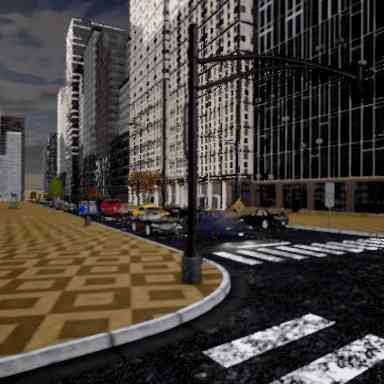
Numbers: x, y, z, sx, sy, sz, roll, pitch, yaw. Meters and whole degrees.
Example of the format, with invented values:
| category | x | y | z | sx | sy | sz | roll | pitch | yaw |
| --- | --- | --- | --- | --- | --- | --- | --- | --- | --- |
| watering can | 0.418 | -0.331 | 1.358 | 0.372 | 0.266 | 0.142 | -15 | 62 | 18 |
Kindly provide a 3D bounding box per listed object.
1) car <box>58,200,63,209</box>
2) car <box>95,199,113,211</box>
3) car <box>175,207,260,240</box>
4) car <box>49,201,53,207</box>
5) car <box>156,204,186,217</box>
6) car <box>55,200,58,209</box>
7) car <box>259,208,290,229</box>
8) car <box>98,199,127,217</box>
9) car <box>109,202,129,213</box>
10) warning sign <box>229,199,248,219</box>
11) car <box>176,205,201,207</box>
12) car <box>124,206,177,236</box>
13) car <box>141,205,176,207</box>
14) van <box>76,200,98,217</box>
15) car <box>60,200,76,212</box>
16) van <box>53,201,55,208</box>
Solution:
| category | x | y | z | sx | sy | sz | roll | pitch | yaw |
| --- | --- | --- | --- | --- | --- | --- | --- | --- | --- |
| car | -22.670 | 2.582 | 60.250 | 1.752 | 1.417 | 4.829 | -1 | -1 | -27 |
| car | -15.841 | 2.245 | 59.618 | 2.150 | 2.045 | 5.566 | 0 | -1 | -27 |
| car | 1.228 | 1.779 | 18.996 | 2.033 | 1.411 | 5.357 | 0 | -1 | -28 |
| car | -32.937 | 3.022 | 80.456 | 1.887 | 1.381 | 4.507 | -1 | -1 | -27 |
| car | -2.536 | 2.171 | 39.127 | 1.947 | 1.339 | 4.313 | -1 | -1 | -27 |
| car | -25.294 | 2.708 | 65.416 | 1.887 | 1.381 | 4.507 | -1 | -1 | -27 |
| car | 5.108 | 1.864 | 24.084 | 2.008 | 1.369 | 4.403 | -1 | -1 | -27 |
| car | -9.413 | 1.861 | 39.947 | 2.150 | 2.045 | 5.566 | 0 | -1 | -26 |
| car | -11.116 | 2.340 | 50.322 | 1.837 | 1.490 | 4.892 | 0 | -1 | -27 |
| warning sign | 4.319 | 1.554 | 30.949 | 1.300 | 1.860 | 1.060 | 1 | -1 | -27 |
| car | 0.012 | 2.073 | 34.113 | 1.947 | 1.339 | 4.313 | -1 | -1 | -27 |
| car | -2.363 | 1.814 | 20.288 | 2.008 | 1.369 | 4.403 | -1 | -1 | -27 |
| car | -3.416 | 1.884 | 28.105 | 1.882 | 1.535 | 5.008 | 0 | -1 | -27 |
| van | -12.558 | 1.995 | 40.348 | 1.690 | 1.788 | 3.998 | -1 | -1 | -27 |
| car | -20.198 | 2.507 | 55.387 | 2.008 | 1.369 | 4.403 | -1 | -1 | -27 |
| van | -27.845 | 2.608 | 70.431 | 1.690 | 1.788 | 3.998 | -1 | -1 | -27 |
